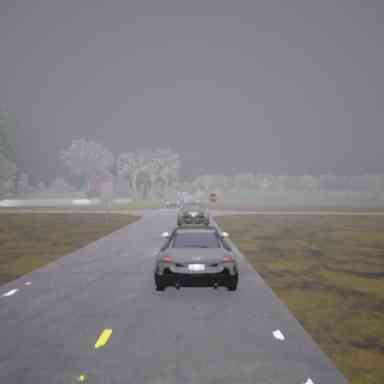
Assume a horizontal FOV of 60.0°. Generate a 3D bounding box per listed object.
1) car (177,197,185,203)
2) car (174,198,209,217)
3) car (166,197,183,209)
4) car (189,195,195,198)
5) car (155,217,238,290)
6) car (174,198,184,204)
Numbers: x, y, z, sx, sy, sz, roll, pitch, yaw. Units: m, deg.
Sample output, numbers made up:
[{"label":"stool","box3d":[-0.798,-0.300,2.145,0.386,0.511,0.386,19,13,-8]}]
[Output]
[{"label":"car","box3d":[-2.786,1.952,83.773,1.882,1.535,5.008,0,0,0]},{"label":"car","box3d":[0.078,1.505,23.287,2.097,1.767,4.553,0,0,0]},{"label":"car","box3d":[-2.863,1.668,51.753,2.097,1.767,4.553,0,0,0]},{"label":"car","box3d":[-0.037,2.036,87.642,1.994,1.385,4.181,0,0,0]},{"label":"car","box3d":[0.099,1.627,9.297,1.994,1.385,4.181,0,0,0]},{"label":"car","box3d":[-2.782,1.978,73.577,1.994,1.385,4.181,0,0,0]}]
